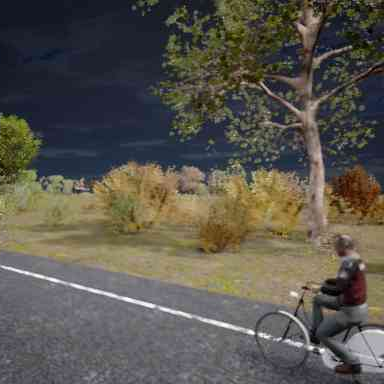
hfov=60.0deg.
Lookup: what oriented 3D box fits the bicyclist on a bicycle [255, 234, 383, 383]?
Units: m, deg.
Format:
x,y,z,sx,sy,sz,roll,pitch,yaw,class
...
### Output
x,y,z,sx,sy,sz,roll,pitch,yaw,class
1.581,1.373,3.928,1.843,1.776,0.659,0,0,35,bicyclist on a bicycle
